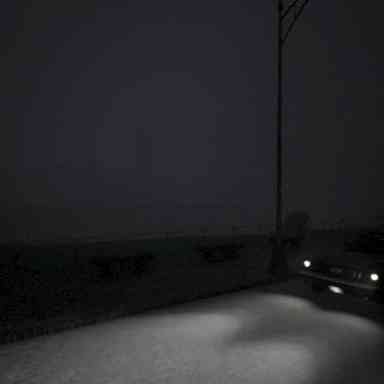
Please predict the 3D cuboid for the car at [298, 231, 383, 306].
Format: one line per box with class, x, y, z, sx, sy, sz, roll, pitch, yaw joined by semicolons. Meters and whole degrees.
car;4.691;1.677;7.997;4.718;1.301;1.895;1;0;-36
